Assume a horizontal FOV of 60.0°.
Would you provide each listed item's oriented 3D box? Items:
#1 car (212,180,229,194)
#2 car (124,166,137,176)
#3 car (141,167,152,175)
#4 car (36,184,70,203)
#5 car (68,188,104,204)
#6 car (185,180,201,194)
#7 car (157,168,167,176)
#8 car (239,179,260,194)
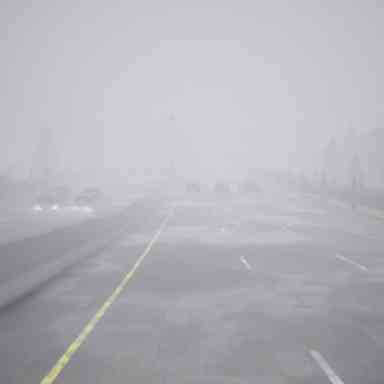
[{"bbox_3d":[3.634,-0.731,41.958,2.128,1.511,4.902,0,7,0],"label":"car"},{"bbox_3d":[-13.696,-4.829,74.872,2.150,2.045,5.566,0,7,0],"label":"car"},{"bbox_3d":[-10.196,-4.706,74.928,2.097,1.767,4.553,0,7,0],"label":"car"},{"bbox_3d":[-13.946,0.064,33.792,2.097,1.767,4.553,0,6,1],"label":"car"},{"bbox_3d":[-10.444,0.315,33.772,1.895,1.301,4.718,0,6,1],"label":"car"},{"bbox_3d":[0.134,-0.731,41.981,2.128,1.511,4.902,0,7,0],"label":"car"},{"bbox_3d":[-6.696,-4.581,74.894,1.882,1.535,5.008,0,7,0],"label":"car"},{"bbox_3d":[7.132,-0.861,41.826,2.097,1.767,4.553,0,6,0],"label":"car"}]
